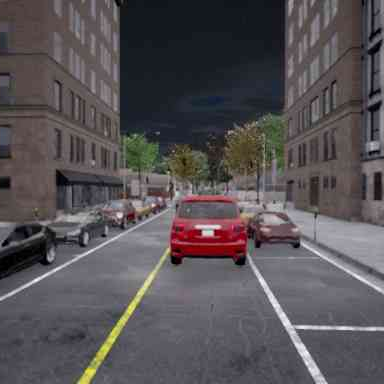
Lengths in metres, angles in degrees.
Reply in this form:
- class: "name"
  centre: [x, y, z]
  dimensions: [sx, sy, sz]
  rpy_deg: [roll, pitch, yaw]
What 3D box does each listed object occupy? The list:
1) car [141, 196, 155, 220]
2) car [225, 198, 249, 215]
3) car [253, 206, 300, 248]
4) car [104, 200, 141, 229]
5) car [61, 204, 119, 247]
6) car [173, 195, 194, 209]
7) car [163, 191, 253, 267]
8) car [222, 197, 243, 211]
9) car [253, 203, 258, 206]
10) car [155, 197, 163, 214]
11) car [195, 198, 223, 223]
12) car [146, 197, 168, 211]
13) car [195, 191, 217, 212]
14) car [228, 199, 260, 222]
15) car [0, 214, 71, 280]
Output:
- class: "car"
  centre: [-4.261, 1.274, 24.903]
  dimensions: [1.752, 1.417, 4.829]
  rpy_deg: [0, 1, 3]
- class: "car"
  centre: [4.027, 1.294, 30.204]
  dimensions: [1.802, 1.307, 4.206]
  rpy_deg: [0, 1, 3]
- class: "car"
  centre: [3.234, 1.449, 13.669]
  dimensions: [1.802, 1.307, 4.206]
  rpy_deg: [0, 1, 3]
- class: "car"
  centre: [-4.517, 1.239, 19.560]
  dimensions: [1.967, 1.590, 4.097]
  rpy_deg: [0, 1, 3]
- class: "car"
  centre: [-4.781, 1.402, 14.049]
  dimensions: [2.008, 1.369, 4.403]
  rpy_deg: [0, 1, 3]
- class: "car"
  centre: [-0.918, 1.164, 39.642]
  dimensions: [2.033, 1.411, 5.357]
  rpy_deg: [0, 1, 3]
- class: "car"
  centre: [0.566, 1.110, 11.209]
  dimensions: [2.150, 2.045, 5.566]
  rpy_deg: [0, 1, 3]
- class: "car"
  centre: [4.291, 1.227, 35.716]
  dimensions: [1.947, 1.339, 4.313]
  rpy_deg: [0, 1, 3]
- class: "car"
  centre: [3.507, 1.338, 19.350]
  dimensions: [1.752, 1.417, 4.829]
  rpy_deg: [0, 1, 3]
- class: "car"
  centre: [-3.989, 1.137, 30.585]
  dimensions: [1.967, 1.590, 4.097]
  rpy_deg: [0, 1, 3]
- class: "car"
  centre: [1.207, 1.266, 24.336]
  dimensions: [1.837, 1.490, 4.892]
  rpy_deg: [0, 0, 3]
- class: "car"
  centre: [-3.725, 1.227, 36.099]
  dimensions: [1.802, 1.307, 4.206]
  rpy_deg: [0, 1, 3]
- class: "car"
  centre: [1.614, 0.880, 35.518]
  dimensions: [2.150, 2.045, 5.566]
  rpy_deg: [0, 1, 4]
- class: "car"
  centre: [3.763, 1.308, 24.692]
  dimensions: [1.887, 1.381, 4.507]
  rpy_deg: [0, 1, 3]
- class: "car"
  centre: [-5.045, 1.471, 8.537]
  dimensions: [1.947, 1.339, 4.313]
  rpy_deg: [0, 1, 3]
